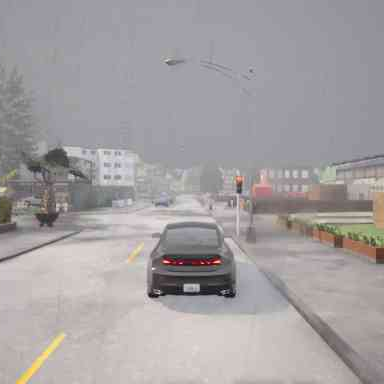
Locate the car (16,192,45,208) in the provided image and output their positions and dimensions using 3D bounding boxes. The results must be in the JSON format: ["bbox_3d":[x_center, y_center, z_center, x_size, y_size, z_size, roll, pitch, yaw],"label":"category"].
[{"bbox_3d":[-20.111,0.986,42.178,1.905,1.878,3.866,0,0,35],"label":"car"}]

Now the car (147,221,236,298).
[{"bbox_3d":[-0.008,1.505,8.495,1.837,1.490,4.892,0,0,0],"label":"car"}]

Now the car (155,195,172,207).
[{"bbox_3d":[-4.519,1.478,50.663,1.882,1.535,5.008,0,0,0],"label":"car"}]

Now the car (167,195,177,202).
[{"bbox_3d":[-4.649,1.514,77.173,2.128,1.511,4.902,0,0,0],"label":"car"}]

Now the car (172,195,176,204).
[{"bbox_3d":[-4.585,1.478,63.266,1.882,1.535,5.008,0,0,0],"label":"car"}]
